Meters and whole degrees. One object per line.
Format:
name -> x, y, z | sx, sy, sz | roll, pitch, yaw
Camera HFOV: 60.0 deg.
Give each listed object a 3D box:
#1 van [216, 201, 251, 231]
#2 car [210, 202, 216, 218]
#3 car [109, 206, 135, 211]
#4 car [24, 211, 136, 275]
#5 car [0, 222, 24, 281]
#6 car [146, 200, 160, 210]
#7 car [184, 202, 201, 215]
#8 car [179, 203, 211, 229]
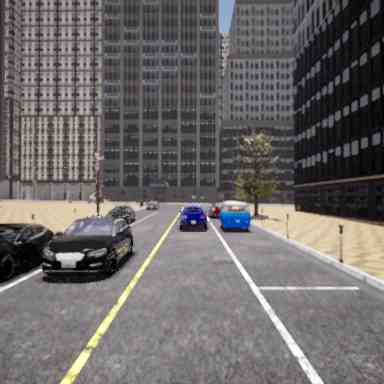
van -> 2.704, 1.514, 21.479 | 1.690, 1.788, 3.998 | 1, 0, 0
car -> 2.704, 1.702, 32.761 | 1.967, 1.590, 4.097 | 1, 0, 0
car -> -5.679, 1.783, 27.127 | 1.947, 1.339, 4.313 | 1, 0, 0
car -> -3.099, 1.579, 10.802 | 2.128, 1.511, 4.902 | 0, 0, 0
car -> -5.681, 1.649, 10.199 | 1.947, 1.339, 4.313 | 1, 0, 0
car -> -5.805, 1.944, 49.695 | 2.008, 1.369, 4.403 | 1, 0, 0
car -> 0.100, 1.915, 39.507 | 1.895, 1.301, 4.718 | 0, 0, 0
car -> 0.101, 1.709, 22.806 | 1.812, 1.442, 4.674 | 0, 0, 0
